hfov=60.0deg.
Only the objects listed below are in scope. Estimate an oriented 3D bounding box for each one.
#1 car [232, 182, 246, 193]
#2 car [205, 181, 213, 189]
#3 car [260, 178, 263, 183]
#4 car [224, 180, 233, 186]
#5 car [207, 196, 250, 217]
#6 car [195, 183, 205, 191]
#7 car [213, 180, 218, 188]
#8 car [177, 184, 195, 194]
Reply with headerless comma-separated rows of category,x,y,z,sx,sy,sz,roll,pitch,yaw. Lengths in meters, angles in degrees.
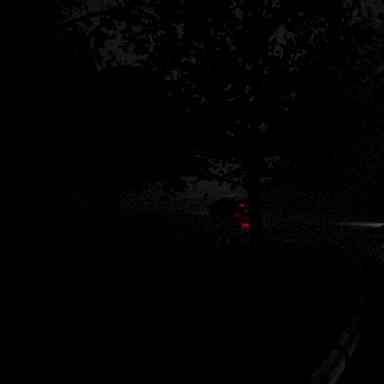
car,8.782,-0.471,62.587,1.812,1.442,4.674,-1,4,22
car,2.476,-1.337,77.786,1.946,1.575,5.366,0,4,24
car,17.224,-2.390,82.324,2.097,1.767,4.553,0,4,24
car,9.170,-2.540,93.208,2.163,1.488,4.792,0,4,24
car,3.091,1.200,28.204,1.837,1.490,4.892,-2,1,-28
car,0.281,-0.933,72.732,1.946,1.575,5.366,0,4,23
car,4.777,-2.011,83.082,2.435,2.045,5.566,0,4,23
car,-1.922,-0.525,67.684,1.946,1.575,5.366,0,4,24
